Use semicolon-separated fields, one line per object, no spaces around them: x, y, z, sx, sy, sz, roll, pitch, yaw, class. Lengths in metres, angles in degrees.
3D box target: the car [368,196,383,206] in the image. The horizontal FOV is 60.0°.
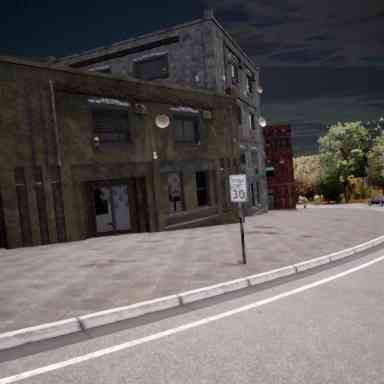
28.983;1.393;51.144;2.128;1.511;4.902;-5;-2;-1;car
